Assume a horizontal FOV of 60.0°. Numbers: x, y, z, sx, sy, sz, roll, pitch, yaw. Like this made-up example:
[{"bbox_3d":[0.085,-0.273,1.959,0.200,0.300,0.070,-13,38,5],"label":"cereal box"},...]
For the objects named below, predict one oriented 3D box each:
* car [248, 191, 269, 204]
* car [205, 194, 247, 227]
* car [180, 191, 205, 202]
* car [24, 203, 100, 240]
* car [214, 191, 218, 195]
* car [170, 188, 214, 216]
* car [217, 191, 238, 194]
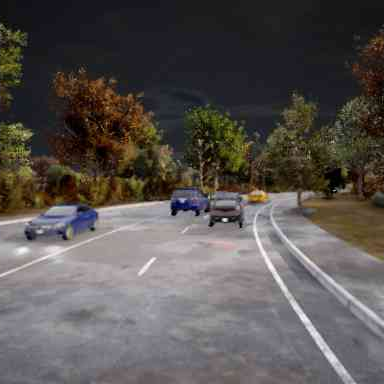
[{"bbox_3d":[8.134,0.596,40.531,1.882,1.535,5.008,-1,1,21],"label":"car"},{"bbox_3d":[2.130,1.133,19.639,1.837,1.490,4.892,0,1,10],"label":"car"},{"bbox_3d":[0.119,0.679,49.022,1.812,1.442,4.674,-1,1,24],"label":"car"},{"bbox_3d":[-5.850,1.285,15.607,1.812,1.442,4.674,0,1,6],"label":"car"},{"bbox_3d":[4.143,0.557,49.428,2.128,1.511,4.902,-1,1,25],"label":"car"},{"bbox_3d":[-0.056,0.730,26.294,2.150,2.045,5.566,0,0,13],"label":"car"},{"bbox_3d":[5.139,0.712,42.332,1.994,1.385,4.181,-1,1,22],"label":"car"}]
